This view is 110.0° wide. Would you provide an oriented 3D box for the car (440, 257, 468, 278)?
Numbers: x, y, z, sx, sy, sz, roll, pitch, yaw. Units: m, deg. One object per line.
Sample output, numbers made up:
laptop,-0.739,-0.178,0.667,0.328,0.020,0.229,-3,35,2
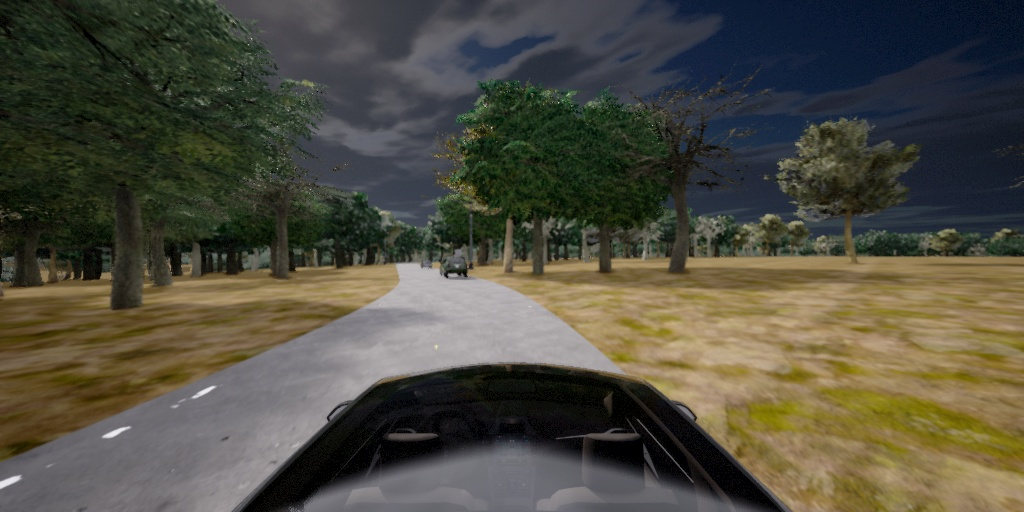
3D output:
car,-5.824,1.123,35.604,2.150,2.045,5.566,0,-1,-17
